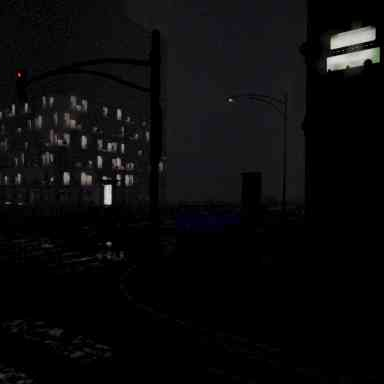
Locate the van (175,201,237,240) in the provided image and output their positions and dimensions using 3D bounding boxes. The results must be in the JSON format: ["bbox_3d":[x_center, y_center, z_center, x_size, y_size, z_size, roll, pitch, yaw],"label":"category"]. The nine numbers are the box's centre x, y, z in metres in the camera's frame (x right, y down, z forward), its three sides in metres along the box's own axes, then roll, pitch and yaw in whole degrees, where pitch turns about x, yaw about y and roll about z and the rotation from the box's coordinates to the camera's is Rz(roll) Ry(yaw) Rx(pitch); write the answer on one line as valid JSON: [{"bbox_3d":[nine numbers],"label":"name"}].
[{"bbox_3d":[0.833,1.368,17.019,1.690,1.788,3.998,1,1,35],"label":"van"}]

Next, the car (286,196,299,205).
[{"bbox_3d":[16.348,1.364,53.300,1.752,1.417,4.829,1,1,35],"label":"car"}]

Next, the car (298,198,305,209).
[{"bbox_3d":[15.591,1.442,42.344,1.837,1.490,4.892,1,1,36],"label":"car"}]

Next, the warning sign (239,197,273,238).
[{"bbox_3d":[3.114,1.177,16.125,1.300,1.860,1.060,1,1,35],"label":"warning sign"}]

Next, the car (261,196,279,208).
[{"bbox_3d":[10.034,1.293,44.420,1.967,1.590,4.097,1,1,35],"label":"car"}]

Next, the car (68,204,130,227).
[{"bbox_3d":[-5.999,1.467,21.879,1.947,1.339,4.313,1,1,35],"label":"car"}]
